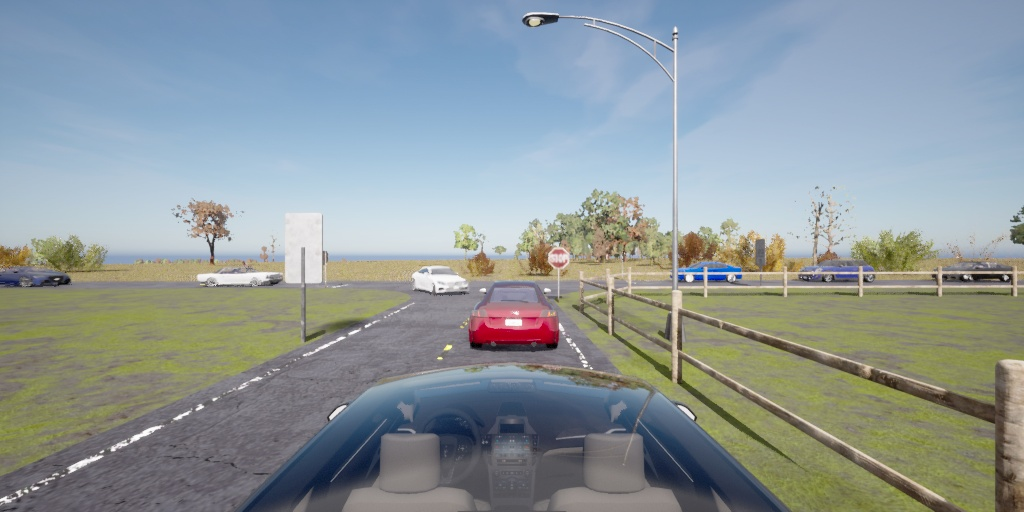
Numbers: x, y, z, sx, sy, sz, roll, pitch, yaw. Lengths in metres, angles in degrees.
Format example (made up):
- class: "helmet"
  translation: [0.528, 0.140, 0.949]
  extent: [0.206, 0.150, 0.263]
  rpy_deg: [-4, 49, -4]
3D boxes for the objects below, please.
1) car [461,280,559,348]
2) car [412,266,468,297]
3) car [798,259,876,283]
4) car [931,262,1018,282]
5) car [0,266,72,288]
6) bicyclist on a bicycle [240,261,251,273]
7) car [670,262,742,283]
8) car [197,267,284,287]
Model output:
- class: "car"
  translation: [0.077, 1.314, 9.258]
  extent: [1.994, 1.385, 4.181]
  rpy_deg: [0, 0, 1]
- class: "car"
  translation: [-3.978, 1.275, 19.428]
  extent: [1.812, 1.442, 4.674]
  rpy_deg: [1, -1, -33]
- class: "car"
  translation: [24.317, 1.041, 26.991]
  extent: [4.553, 1.767, 2.097]
  rpy_deg: [0, 0, 0]
- class: "car"
  translation: [34.575, 1.166, 26.924]
  extent: [4.902, 1.511, 2.128]
  rpy_deg: [0, 0, 1]
- class: "car"
  translation: [-32.937, 1.404, 24.404]
  extent: [4.181, 1.385, 1.994]
  rpy_deg: [0, 0, 1]
- class: "bicyclist on a bicycle"
  translation: [-22.561, 1.261, 30.307]
  extent: [0.582, 1.620, 1.656]
  rpy_deg: [0, 0, 0]
- class: "car"
  translation: [14.565, 1.187, 27.056]
  extent: [5.008, 1.535, 1.882]
  rpy_deg: [0, 0, 0]
- class: "car"
  translation: [-18.235, 1.397, 24.307]
  extent: [4.718, 1.301, 1.895]
  rpy_deg: [0, 0, 0]
